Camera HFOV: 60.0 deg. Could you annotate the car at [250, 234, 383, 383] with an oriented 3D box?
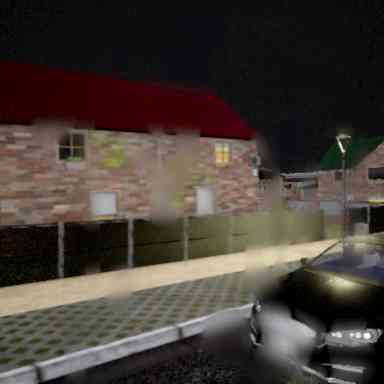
[{"bbox_3d":[3.030,1.478,5.224,4.902,1.511,2.128,0,0,-36],"label":"car"}]
